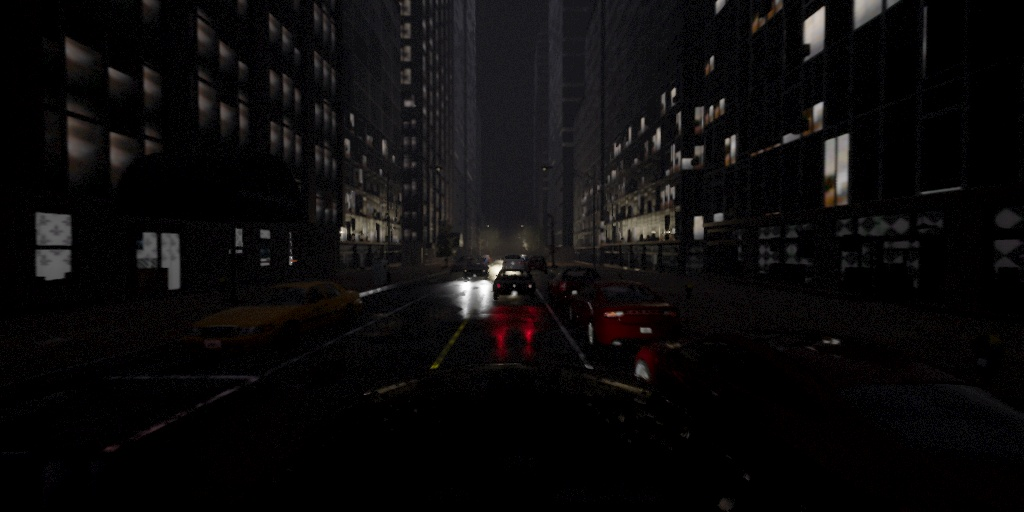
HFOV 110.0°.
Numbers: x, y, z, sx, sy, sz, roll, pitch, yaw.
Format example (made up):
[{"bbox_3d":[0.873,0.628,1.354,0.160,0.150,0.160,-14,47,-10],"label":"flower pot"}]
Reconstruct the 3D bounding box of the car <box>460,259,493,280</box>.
[{"bbox_3d":[-2.845,1.197,29.628,1.895,1.301,4.718,0,0,0],"label":"car"}]

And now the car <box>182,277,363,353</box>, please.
[{"bbox_3d":[-5.316,1.235,8.790,1.751,1.417,4.829,0,0,0],"label":"car"}]

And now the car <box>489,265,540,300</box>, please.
[{"bbox_3d":[0.100,1.265,17.182,1.895,1.301,4.718,0,0,0],"label":"car"}]

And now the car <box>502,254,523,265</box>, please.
[{"bbox_3d":[0.103,0.769,38.874,2.150,2.045,5.566,0,0,0],"label":"car"}]

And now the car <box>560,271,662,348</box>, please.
[{"bbox_3d":[2.532,1.254,8.987,1.888,1.381,4.507,0,0,0],"label":"car"}]

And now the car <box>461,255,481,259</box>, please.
[{"bbox_3d":[-5.313,0.841,42.850,2.192,1.841,5.009,0,0,0],"label":"car"}]

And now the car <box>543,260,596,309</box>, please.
[{"bbox_3d":[2.532,1.117,14.635,1.967,1.591,4.097,0,0,0],"label":"car"}]

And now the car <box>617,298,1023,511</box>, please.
[{"bbox_3d":[2.531,1.323,3.338,1.802,1.307,4.207,0,0,0],"label":"car"}]

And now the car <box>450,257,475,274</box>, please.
[{"bbox_3d":[-5.313,1.107,37.202,2.007,1.370,4.403,0,0,0],"label":"car"}]

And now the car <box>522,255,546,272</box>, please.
[{"bbox_3d":[2.535,0.870,37.230,2.192,1.841,5.009,0,0,0],"label":"car"}]

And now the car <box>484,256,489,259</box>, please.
[{"bbox_3d":[-5.311,1.023,59.795,1.802,1.307,4.207,0,0,0],"label":"car"}]

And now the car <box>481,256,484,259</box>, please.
[{"bbox_3d":[-5.312,1.048,48.499,2.007,1.370,4.403,0,0,0],"label":"car"}]
